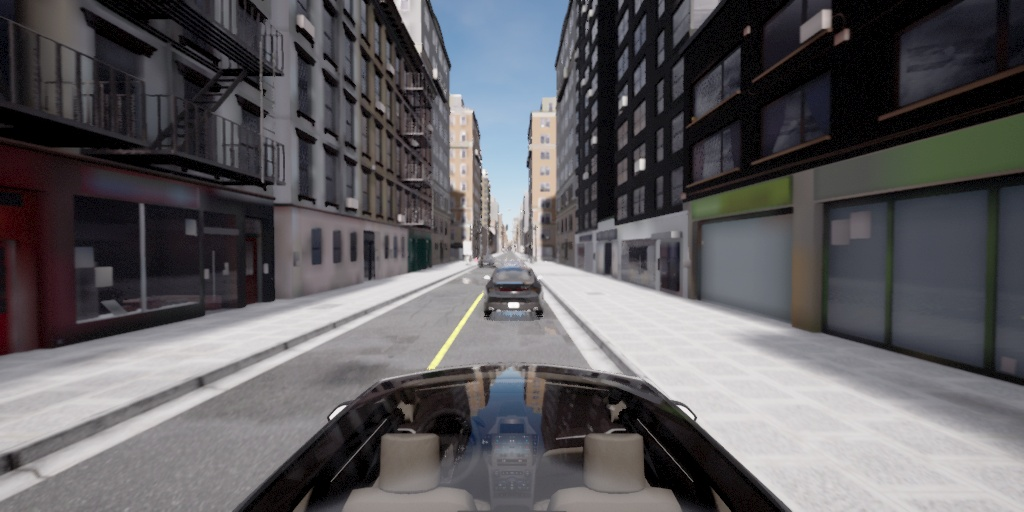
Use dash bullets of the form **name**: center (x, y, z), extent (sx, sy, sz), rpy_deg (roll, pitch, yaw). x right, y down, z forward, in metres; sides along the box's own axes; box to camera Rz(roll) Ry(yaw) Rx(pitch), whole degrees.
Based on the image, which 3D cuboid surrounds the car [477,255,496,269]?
- **car**: center (-2.908, 0.643, 41.628), extent (1.837, 1.490, 4.892), rpy_deg (0, 1, 0)

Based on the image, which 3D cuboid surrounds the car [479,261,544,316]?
- **car**: center (0.055, 1.092, 12.487), extent (1.837, 1.490, 4.892), rpy_deg (0, 1, 0)
